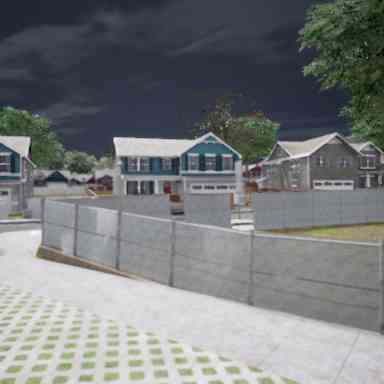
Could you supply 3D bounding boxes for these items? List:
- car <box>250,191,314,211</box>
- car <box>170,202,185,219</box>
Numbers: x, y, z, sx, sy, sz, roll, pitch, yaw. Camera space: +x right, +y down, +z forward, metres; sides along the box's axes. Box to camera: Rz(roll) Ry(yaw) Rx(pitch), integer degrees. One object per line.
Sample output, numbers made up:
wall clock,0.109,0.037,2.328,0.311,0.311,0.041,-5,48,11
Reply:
car,6.559,0.752,24.040,4.892,1.490,1.837,-2,0,-17
car,-3.020,1.042,20.961,5.357,1.411,2.033,-1,0,-18
